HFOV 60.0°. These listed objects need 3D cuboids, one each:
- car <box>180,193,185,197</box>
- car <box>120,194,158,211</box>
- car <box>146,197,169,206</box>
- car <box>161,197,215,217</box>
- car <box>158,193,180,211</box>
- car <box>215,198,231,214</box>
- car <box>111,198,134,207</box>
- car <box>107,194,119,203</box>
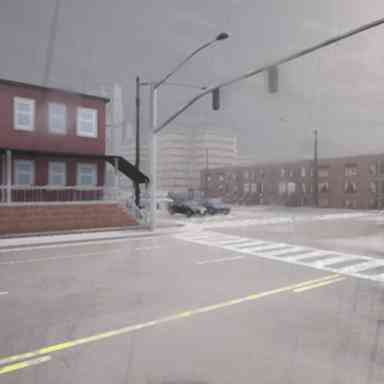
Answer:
[{"bbox_3d":[-3.200,1.264,59.514,2.150,2.045,5.566,0,0,-36],"label":"car"},{"bbox_3d":[-6.442,1.376,39.793,2.097,1.767,4.553,0,0,-35],"label":"car"},{"bbox_3d":[-6.032,1.563,57.455,1.812,1.442,4.674,0,0,-36],"label":"car"},{"bbox_3d":[-0.475,1.515,31.426,2.128,1.511,4.902,0,0,-35],"label":"car"},{"bbox_3d":[-4.314,1.250,42.838,2.150,2.045,5.566,0,0,-35],"label":"car"},{"bbox_3d":[1.894,1.380,34.134,2.097,1.767,4.553,0,0,-36],"label":"car"},{"bbox_3d":[-11.016,1.629,52.294,1.895,1.301,4.718,0,0,-35],"label":"car"},{"bbox_3d":[-12.616,1.244,48.492,2.150,2.045,5.566,0,0,-35],"label":"car"}]
